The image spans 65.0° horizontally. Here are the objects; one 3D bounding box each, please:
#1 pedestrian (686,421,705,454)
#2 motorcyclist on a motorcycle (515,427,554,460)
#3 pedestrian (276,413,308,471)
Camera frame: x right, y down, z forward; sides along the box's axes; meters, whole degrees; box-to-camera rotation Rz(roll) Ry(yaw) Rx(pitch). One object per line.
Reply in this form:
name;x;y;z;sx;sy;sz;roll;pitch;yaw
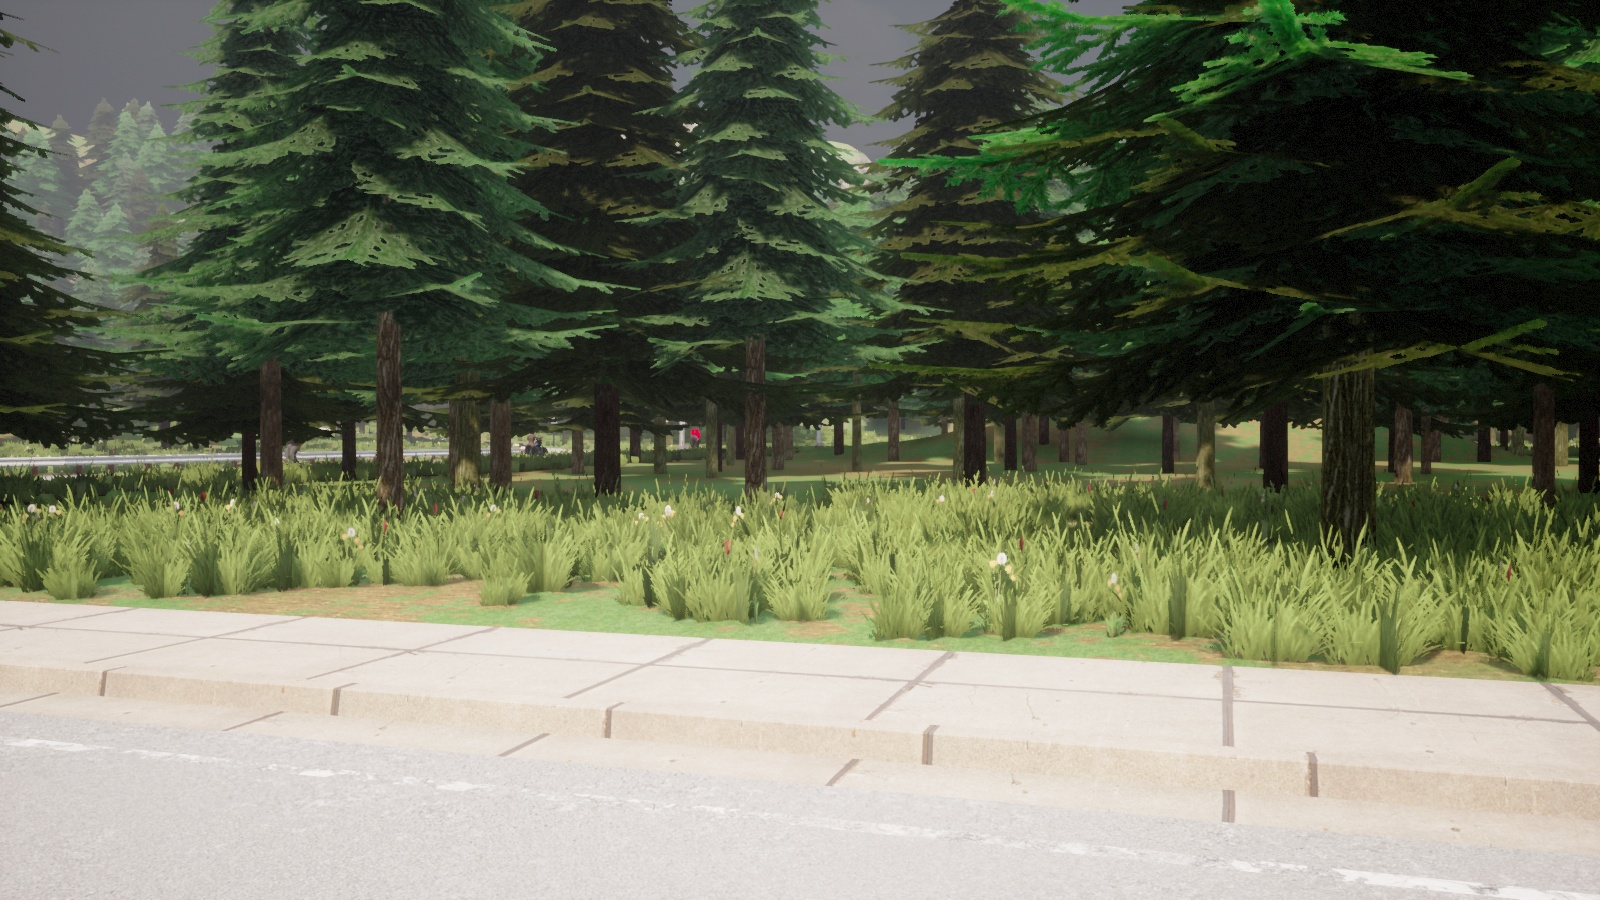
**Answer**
pedestrian;-5.939;-0.702;71.322;0.634;1.844;0.899;1;1;29
motorcyclist on a motorcycle;-13.463;-0.321;63.744;0.766;1.649;2.350;1;1;20
pedestrian;-16.916;-0.272;41.864;0.563;1.883;0.849;1;1;20
